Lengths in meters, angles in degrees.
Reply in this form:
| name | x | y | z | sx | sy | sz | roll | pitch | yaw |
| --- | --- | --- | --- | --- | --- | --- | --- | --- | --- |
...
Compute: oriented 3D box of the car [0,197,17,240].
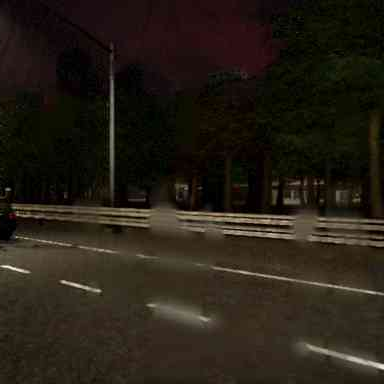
| name | x | y | z | sx | sy | sz | roll | pitch | yaw |
| --- | --- | --- | --- | --- | --- | --- | --- | --- | --- |
| car | -10.491 | 1.218 | 15.676 | 5.566 | 2.045 | 2.150 | 0 | 0 | 36 |
